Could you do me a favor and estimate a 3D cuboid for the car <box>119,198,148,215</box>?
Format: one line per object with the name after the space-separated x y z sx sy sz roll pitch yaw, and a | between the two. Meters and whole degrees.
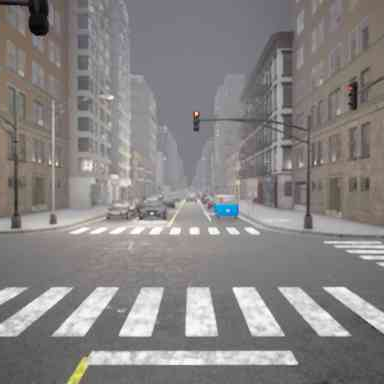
-5.446 1.270 31.471 1.887 1.381 4.507 0 0 0 | car

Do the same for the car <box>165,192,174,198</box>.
-5.539 0.693 82.604 1.967 1.590 4.097 0 1 0 | car

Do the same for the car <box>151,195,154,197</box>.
-5.477 1.100 48.346 1.752 1.417 4.829 0 1 0 | car

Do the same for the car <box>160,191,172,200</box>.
-5.518 0.675 71.240 2.192 1.841 5.009 0 1 0 | car

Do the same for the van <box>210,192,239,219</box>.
2.589 1.115 25.811 1.690 1.788 3.998 0 0 0 | van

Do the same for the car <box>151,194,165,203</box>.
-5.487 1.086 54.198 1.947 1.339 4.313 0 1 0 | car

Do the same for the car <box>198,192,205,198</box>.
2.476 0.765 88.304 1.947 1.339 4.313 0 1 0 | car

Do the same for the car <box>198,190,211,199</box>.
2.538 0.834 54.216 2.192 1.841 5.009 0 1 0 | car

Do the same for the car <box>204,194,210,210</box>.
2.569 1.257 37.175 1.802 1.307 4.206 0 1 0 | car

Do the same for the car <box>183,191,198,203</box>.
-0.102 1.055 55.520 2.033 1.411 5.357 0 1 0 | car

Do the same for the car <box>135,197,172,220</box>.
-2.885 1.339 25.732 1.994 1.385 4.181 0 0 -1 | car

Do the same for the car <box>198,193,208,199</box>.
2.496 0.857 76.942 2.008 1.369 4.403 0 1 0 | car

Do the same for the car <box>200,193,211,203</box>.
2.548 1.154 48.537 1.802 1.307 4.206 0 1 0 | car

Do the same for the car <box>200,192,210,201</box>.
2.517 0.853 65.579 1.967 1.590 4.097 0 1 0 | car

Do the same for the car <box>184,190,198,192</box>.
-0.121 0.887 65.937 1.882 1.535 5.008 0 1 0 | car

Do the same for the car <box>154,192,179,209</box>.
-2.908 1.141 38.541 1.882 1.535 5.008 0 1 0 | car

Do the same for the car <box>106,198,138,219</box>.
-5.436 1.325 25.789 2.008 1.369 4.403 0 0 0 | car

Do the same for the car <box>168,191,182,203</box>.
-2.902 1.020 54.840 1.837 1.490 4.892 0 0 0 | car
